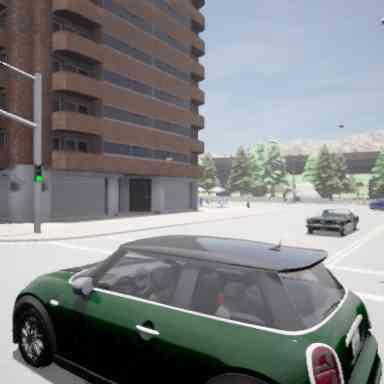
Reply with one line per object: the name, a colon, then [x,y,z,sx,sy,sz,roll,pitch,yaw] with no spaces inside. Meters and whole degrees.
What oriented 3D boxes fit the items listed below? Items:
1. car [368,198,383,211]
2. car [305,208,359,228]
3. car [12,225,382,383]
car: [22.444,1.430,38.510,1.882,1.535,5.008,0,0,1]
car: [7.854,1.575,18.482,1.895,1.301,4.718,0,0,36]
car: [-0.273,1.336,4.187,4.553,1.767,2.097,0,0,36]
